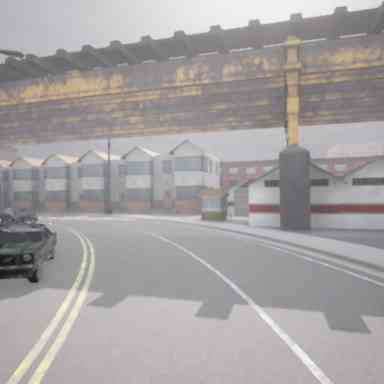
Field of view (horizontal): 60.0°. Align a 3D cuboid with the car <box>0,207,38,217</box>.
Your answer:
[{"bbox_3d":[-14.281,1.902,27.256,2.033,1.411,5.357,0,-2,-41],"label":"car"}]

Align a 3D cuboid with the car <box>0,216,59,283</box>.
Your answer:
[{"bbox_3d":[-5.089,1.608,9.564,1.895,1.301,4.718,0,0,-16],"label":"car"}]
